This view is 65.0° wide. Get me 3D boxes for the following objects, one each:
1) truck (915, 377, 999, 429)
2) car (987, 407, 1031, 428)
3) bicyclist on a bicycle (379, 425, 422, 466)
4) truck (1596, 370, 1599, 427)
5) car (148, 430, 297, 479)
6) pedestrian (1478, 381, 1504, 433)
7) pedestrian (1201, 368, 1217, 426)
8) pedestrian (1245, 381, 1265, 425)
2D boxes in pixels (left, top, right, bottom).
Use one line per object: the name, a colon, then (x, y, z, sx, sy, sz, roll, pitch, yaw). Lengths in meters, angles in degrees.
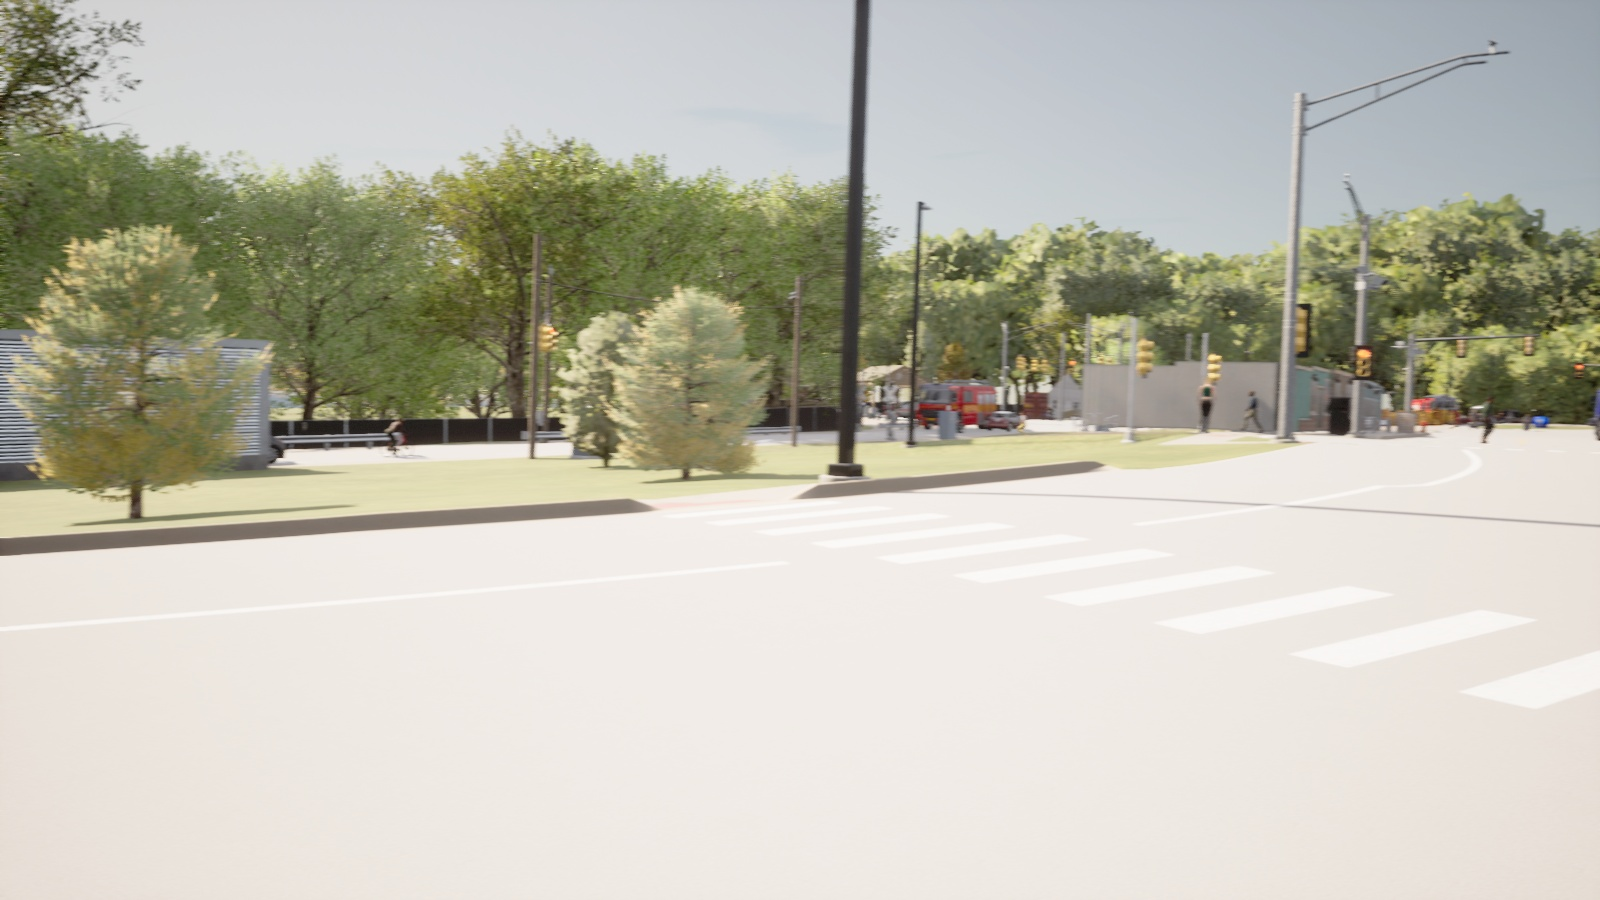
truck: (12.228, -3.677, 96.879, 2.891, 3.827, 8.468, 2, 4, 34)
car: (16.045, -2.512, 96.341, 1.970, 1.475, 3.806, 3, 4, 33)
bicyclist on a bicycle: (-16.497, -0.198, 51.897, 0.582, 1.620, 1.656, 3, 4, 36)
truck: (49.122, -3.052, 74.355, 2.891, 3.462, 7.936, 2, 3, 30)
car: (-20.937, 0.110, 45.710, 2.007, 1.525, 4.514, 3, 4, 36)
pedestrian: (25.977, -1.617, 47.203, 0.788, 1.949, 0.423, 2, 2, 27)
pedestrian: (13.075, -1.702, 40.136, 0.345, 1.836, 0.594, 2, 2, 26)
pedestrian: (19.020, -1.966, 52.481, 0.726, 1.835, 0.370, 2, 2, 19)
